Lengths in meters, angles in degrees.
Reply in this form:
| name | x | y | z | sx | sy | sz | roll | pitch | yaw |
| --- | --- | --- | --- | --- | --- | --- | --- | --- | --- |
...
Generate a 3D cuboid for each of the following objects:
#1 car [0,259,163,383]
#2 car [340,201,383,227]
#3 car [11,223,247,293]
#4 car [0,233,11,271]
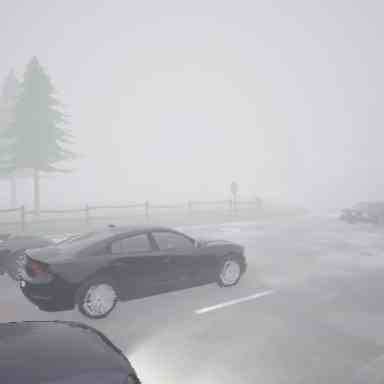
| name | x | y | z | sx | sy | sz | roll | pitch | yaw |
| --- | --- | --- | --- | --- | --- | --- | --- | --- | --- |
| car | -2.348 | 1.575 | 2.071 | 4.181 | 1.385 | 1.994 | -1 | 1 | -35 |
| car | 11.228 | 1.261 | 20.346 | 5.357 | 1.411 | 2.033 | -1 | 1 | -35 |
| car | -0.979 | 1.432 | 7.346 | 5.008 | 1.535 | 1.882 | -1 | 0 | -35 |
| car | -5.896 | 1.494 | 8.140 | 4.902 | 1.511 | 2.128 | -1 | 1 | -35 |
